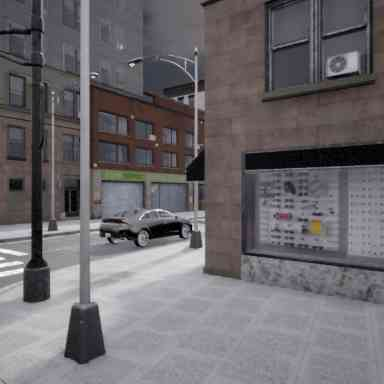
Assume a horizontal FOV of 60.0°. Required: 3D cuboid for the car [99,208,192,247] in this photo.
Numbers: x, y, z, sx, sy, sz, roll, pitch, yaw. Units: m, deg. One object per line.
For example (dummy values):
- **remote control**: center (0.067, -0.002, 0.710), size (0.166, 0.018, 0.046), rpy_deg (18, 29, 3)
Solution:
- **car**: center (-1.869, 1.459, 14.943), size (2.128, 1.511, 4.902), rpy_deg (0, 0, 35)
